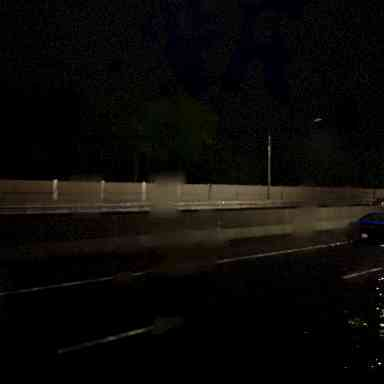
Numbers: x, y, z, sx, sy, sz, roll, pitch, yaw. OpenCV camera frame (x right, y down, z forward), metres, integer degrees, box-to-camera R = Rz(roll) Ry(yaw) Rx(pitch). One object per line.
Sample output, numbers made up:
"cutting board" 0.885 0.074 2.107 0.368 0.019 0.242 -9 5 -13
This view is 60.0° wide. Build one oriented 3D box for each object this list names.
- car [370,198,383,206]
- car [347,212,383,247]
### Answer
"car" 29.029 1.697 50.452 4.553 1.767 2.097 1 0 -35
"car" 8.683 1.578 14.276 5.008 1.535 1.882 1 -1 -35
